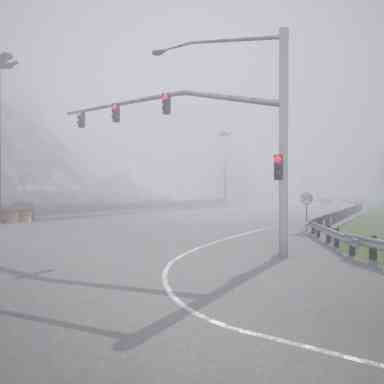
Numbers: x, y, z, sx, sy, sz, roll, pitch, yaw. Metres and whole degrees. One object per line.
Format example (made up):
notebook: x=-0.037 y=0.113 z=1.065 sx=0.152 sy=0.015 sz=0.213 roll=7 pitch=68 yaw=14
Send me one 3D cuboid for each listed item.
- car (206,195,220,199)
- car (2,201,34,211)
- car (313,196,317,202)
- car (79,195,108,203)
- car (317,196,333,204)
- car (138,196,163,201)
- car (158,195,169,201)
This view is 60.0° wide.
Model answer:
car: x=4.071 y=1.435 z=65.049 sx=2.128 sy=1.511 sz=4.902 roll=0 pitch=0 yaw=22
car: x=-16.246 y=1.499 z=30.287 sx=1.994 sy=1.385 sz=4.181 roll=0 pitch=0 yaw=32
car: x=28.111 y=1.520 z=72.920 sx=2.033 sy=1.411 sz=5.357 roll=0 pitch=0 yaw=7
car: x=-15.212 y=1.271 z=51.504 sx=2.097 sy=1.767 sz=4.553 roll=0 pitch=0 yaw=32
car: x=25.561 y=1.549 z=63.331 sx=1.994 sy=1.385 sz=4.181 roll=0 pitch=0 yaw=16
car: x=-6.572 y=1.541 z=45.507 sx=1.895 sy=1.301 sz=4.718 roll=0 pitch=0 yaw=32
car: x=-6.330 y=1.398 z=67.109 sx=1.882 sy=1.535 sz=5.008 roll=0 pitch=0 yaw=23
